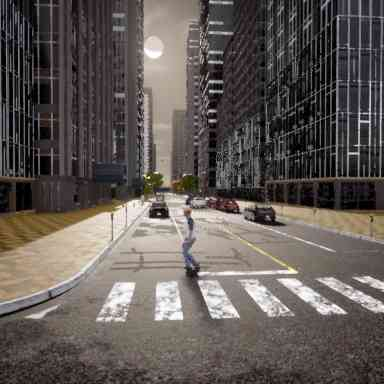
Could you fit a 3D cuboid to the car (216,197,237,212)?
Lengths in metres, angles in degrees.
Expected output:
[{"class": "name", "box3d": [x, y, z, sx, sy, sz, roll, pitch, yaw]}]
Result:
[{"class": "car", "box3d": [4.224, 1.570, 37.478, 1.802, 1.307, 4.206, -1, 0, -5]}]

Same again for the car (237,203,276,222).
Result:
[{"class": "car", "box3d": [5.260, 1.540, 26.229, 2.008, 1.369, 4.403, -1, 0, -5]}]

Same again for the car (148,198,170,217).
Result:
[{"class": "car", "box3d": [-3.070, 1.553, 31.107, 1.947, 1.339, 4.313, -1, 0, -5]}]

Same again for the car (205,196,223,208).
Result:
[{"class": "car", "box3d": [3.185, 1.429, 48.728, 1.967, 1.590, 4.097, -1, 0, -5]}]

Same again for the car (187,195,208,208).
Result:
[{"class": "car", "box3d": [0.818, 1.514, 48.018, 1.812, 1.442, 4.674, 0, 0, -5]}]

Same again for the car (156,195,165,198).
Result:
[{"class": "car", "box3d": [-4.091, 1.512, 42.187, 1.752, 1.417, 4.829, -1, 0, -5]}]

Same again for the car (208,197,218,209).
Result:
[{"class": "car", "box3d": [3.705, 1.533, 43.103, 1.887, 1.381, 4.507, -1, 0, -5]}]

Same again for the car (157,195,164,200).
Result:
[{"class": "car", "box3d": [-8.772, 1.589, 92.978, 1.802, 1.307, 4.206, -1, 0, -5]}]

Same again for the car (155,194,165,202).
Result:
[{"class": "car", "box3d": [-7.220, 1.311, 76.104, 2.192, 1.841, 5.009, -1, 0, -5]}]

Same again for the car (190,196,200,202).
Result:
[{"class": "car", "box3d": [0.595, 1.580, 76.853, 1.802, 1.307, 4.206, -1, 0, -5]}]

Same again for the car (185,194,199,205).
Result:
[{"class": "car", "box3d": [-0.096, 1.554, 57.898, 1.994, 1.385, 4.181, 0, 0, -5]}]

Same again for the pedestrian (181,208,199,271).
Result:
[{"class": "pedestrian", "box3d": [-0.029, 1.288, 9.567, 0.375, 1.860, 0.375, -1, 1, -5]}]

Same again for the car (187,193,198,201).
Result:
[{"class": "car", "box3d": [0.073, 1.316, 82.478, 2.192, 1.841, 5.009, -1, 0, -5]}]
